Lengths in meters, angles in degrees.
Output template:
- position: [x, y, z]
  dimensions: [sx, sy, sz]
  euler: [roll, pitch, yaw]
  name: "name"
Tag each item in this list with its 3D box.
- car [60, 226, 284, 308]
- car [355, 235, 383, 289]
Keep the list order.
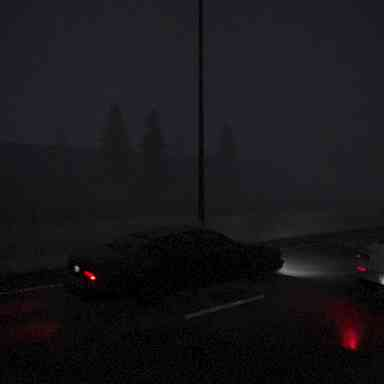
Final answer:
- position: [-0.198, 1.529, 7.906]
  dimensions: [5.357, 1.411, 2.033]
  euler: [0, 0, -36]
  name: "car"
- position: [5.643, 1.489, 7.776]
  dimensions: [4.674, 1.442, 1.812]
  euler: [0, 0, -36]
  name: "car"
